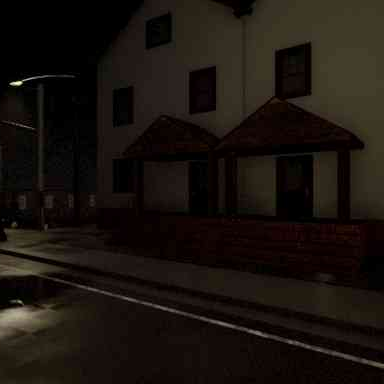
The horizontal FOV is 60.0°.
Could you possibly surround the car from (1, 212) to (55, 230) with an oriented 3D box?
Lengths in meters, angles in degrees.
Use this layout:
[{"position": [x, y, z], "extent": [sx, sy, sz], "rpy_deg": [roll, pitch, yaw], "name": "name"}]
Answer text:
[{"position": [-14.682, 2.564, 29.466], "extent": [1.837, 1.490, 4.892], "rpy_deg": [0, -9, 36], "name": "car"}]
